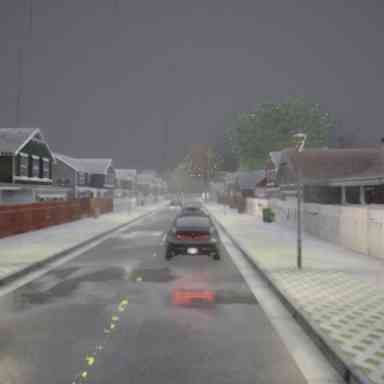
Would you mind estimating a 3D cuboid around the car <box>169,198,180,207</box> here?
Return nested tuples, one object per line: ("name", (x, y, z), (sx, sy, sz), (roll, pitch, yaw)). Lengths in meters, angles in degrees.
("car", (-2.788, 1.792, 57.287), (1.994, 1.385, 4.181), (0, 0, 1))

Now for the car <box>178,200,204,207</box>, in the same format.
("car", (0.053, 1.605, 27.636), (1.837, 1.490, 4.892), (0, 0, 1))

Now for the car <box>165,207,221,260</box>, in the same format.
("car", (0.047, 1.549, 12.631), (1.837, 1.490, 4.892), (0, 0, 1))
